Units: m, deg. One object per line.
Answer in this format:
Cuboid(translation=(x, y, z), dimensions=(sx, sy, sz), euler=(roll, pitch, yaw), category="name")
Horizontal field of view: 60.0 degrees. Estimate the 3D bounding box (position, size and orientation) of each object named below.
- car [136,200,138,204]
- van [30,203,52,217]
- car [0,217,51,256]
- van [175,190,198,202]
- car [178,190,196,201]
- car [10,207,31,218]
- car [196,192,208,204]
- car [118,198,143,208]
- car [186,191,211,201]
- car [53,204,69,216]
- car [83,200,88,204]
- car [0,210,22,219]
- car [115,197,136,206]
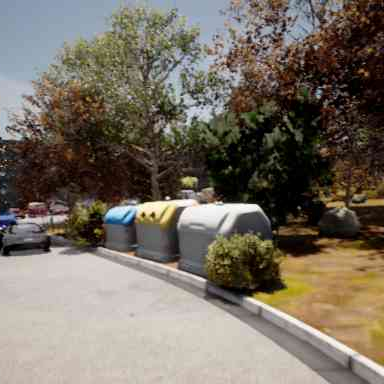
Cuboid(translation=(-6.917, 1.771, 41.003), dimensions=(2.002, 1.452, 4.674), euler=(-5, 1, -35), category="car")
Cuboid(translation=(-21.658, 2.504, 46.719), dimensions=(1.878, 1.987, 4.442), euler=(-5, 1, -35), category="van")
Cuboid(translation=(-8.315, 2.166, 16.338), dimensions=(1.994, 1.385, 4.181), euler=(-1, -2, -34), category="car")
Cuboid(translation=(-1.004, 0.758, 61.101), dimensions=(1.878, 1.987, 4.442), euler=(-5, 1, -35), category="van")
Cuboid(translation=(-2.523, 1.105, 44.166), dimensions=(2.435, 2.045, 5.566), euler=(-5, 1, -35), category="car")
Cuboid(translation=(-23.868, 2.954, 45.033), dimensions=(2.163, 1.488, 4.792), euler=(-5, 1, -35), category="car")
Cuboid(translation=(-0.206, 1.194, 45.732), dimensions=(2.163, 1.488, 4.792), euler=(-5, 1, -35), category="car")
Cuboid(translation=(-10.191, 1.776, 54.747), dimensions=(2.163, 1.488, 4.792), euler=(-5, 1, -35), category="car")
Cuboid(translation=(1.222, 0.799, 62.823), dimensions=(2.231, 1.521, 4.892), euler=(-5, 1, -35), category="car")
Cuboid(translation=(-19.275, 2.556, 48.224), dimensions=(2.163, 1.488, 4.792), euler=(-5, 1, -35), category="car")
Cuboid(translation=(-11.483, 1.873, 37.802), dimensions=(2.435, 2.045, 5.566), euler=(-5, 1, -35), category="car")
Cuboid(translation=(-16.017, 2.643, 28.716), dimensions=(1.882, 1.535, 5.008), euler=(-1, 0, -27), category="car")
Cuboid(translation=(-9.319, 1.685, 39.340), dimensions=(2.435, 2.045, 5.566), euler=(-5, 1, -35), category="car")
